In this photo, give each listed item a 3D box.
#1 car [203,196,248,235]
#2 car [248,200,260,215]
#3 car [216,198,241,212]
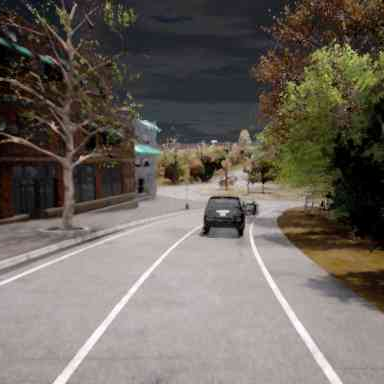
[{"bbox_3d":[1.977,1.241,19.327,2.150,2.045,5.566,1,0,9],"label":"car"},{"bbox_3d":[6.216,1.631,36.159,2.128,1.511,4.902,2,0,17],"label":"car"},{"bbox_3d":[4.740,1.605,42.660,2.033,1.411,5.357,2,1,19],"label":"car"}]
